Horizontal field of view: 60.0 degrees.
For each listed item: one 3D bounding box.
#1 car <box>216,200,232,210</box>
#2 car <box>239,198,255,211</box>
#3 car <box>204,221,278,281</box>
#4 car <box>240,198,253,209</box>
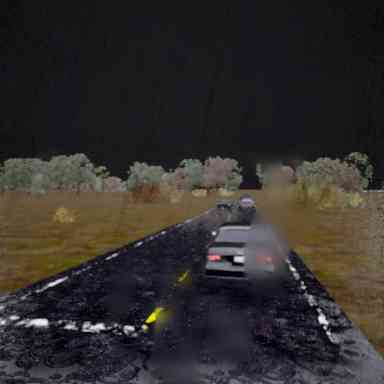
[{"bbox_3d":[4.376,1.756,45.202,1.895,1.301,4.718,0,0,10],"label":"car"},{"bbox_3d":[7.128,1.665,43.233,2.128,1.511,4.902,0,0,10],"label":"car"},{"bbox_3d":[1.506,1.588,10.022,2.033,1.411,5.357,0,0,10],"label":"car"},{"bbox_3d":[8.305,1.677,50.473,1.882,1.535,5.008,0,0,10],"label":"car"}]
